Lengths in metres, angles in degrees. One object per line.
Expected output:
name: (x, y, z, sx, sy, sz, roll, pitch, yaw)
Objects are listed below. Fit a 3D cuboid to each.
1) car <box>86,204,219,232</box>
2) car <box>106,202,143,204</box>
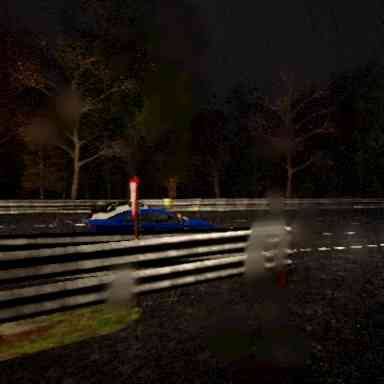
car: (-1.391, 1.370, 12.609, 5.008, 1.535, 1.882, 0, 1, -17)
car: (-2.420, 1.360, 15.956, 4.674, 1.442, 1.812, 0, 1, -17)
